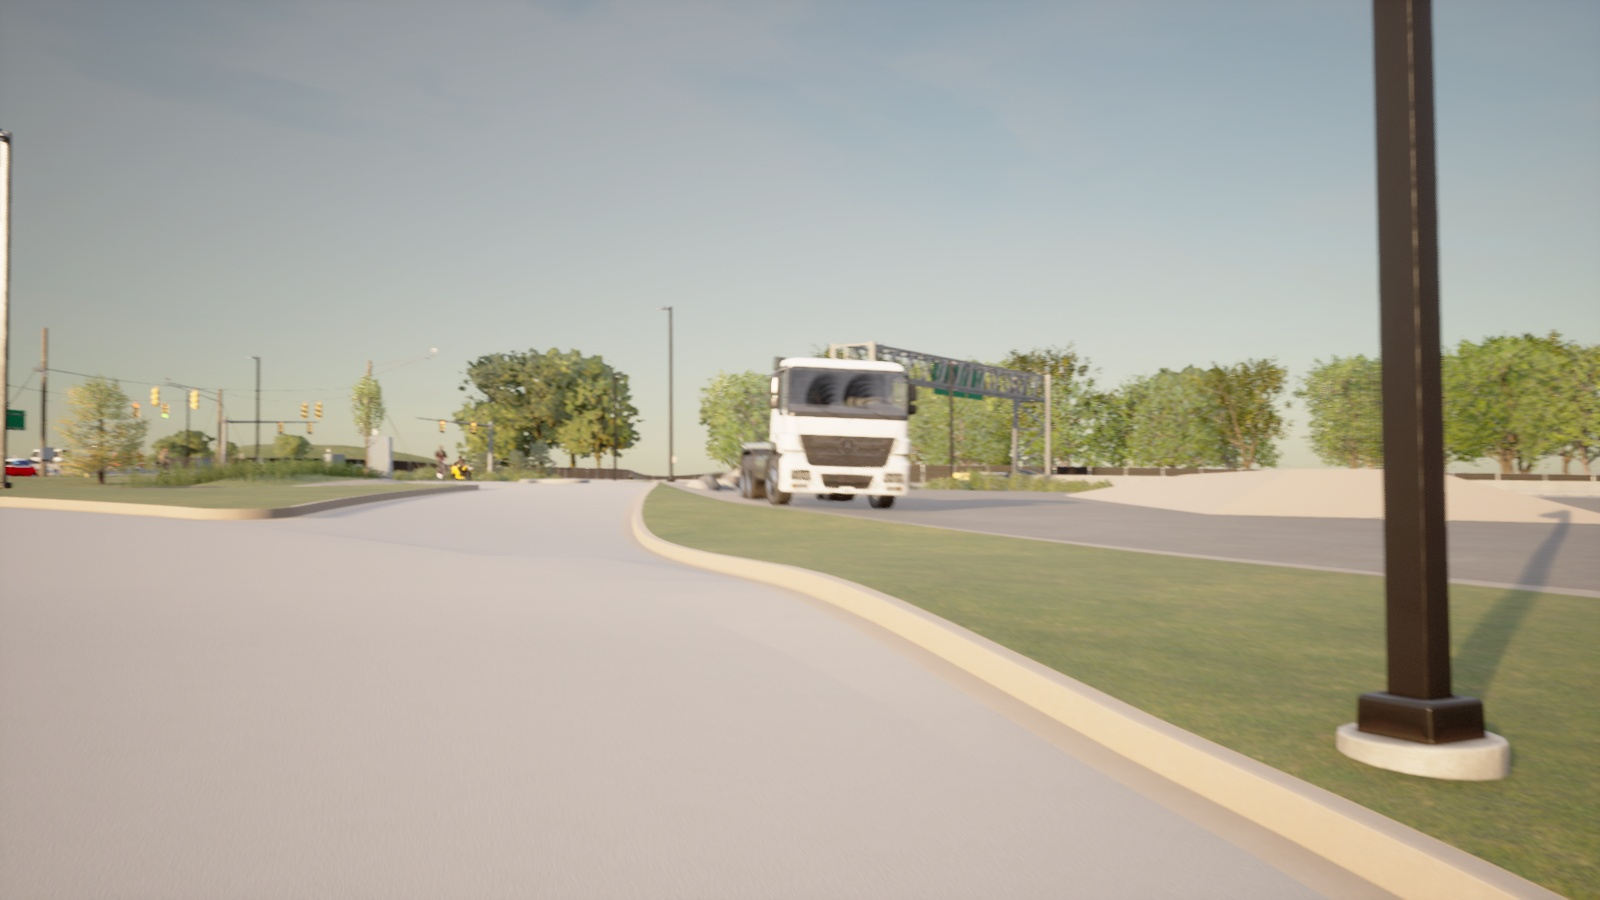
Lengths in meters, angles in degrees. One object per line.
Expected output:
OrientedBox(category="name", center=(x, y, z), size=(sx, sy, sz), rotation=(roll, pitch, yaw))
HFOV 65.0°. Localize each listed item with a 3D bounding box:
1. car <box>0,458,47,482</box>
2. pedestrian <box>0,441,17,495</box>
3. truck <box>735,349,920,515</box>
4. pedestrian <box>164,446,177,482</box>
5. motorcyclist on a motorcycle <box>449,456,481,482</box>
OrientedBox(category="car", center=(-47.534, 1.219, 76.759), size=(1.481, 1.376, 2.207), rotation=(-1, -1, 17))
OrientedBox(category="pedestrian", center=(-28.508, 0.654, 44.966), size=(0.396, 1.930, 0.692), rotation=(-1, -2, 25))
OrientedBox(category="truck", center=(0.421, -0.375, 30.952), size=(2.891, 3.462, 7.936), rotation=(2, 0, -10))
OrientedBox(category="pedestrian", center=(-32.298, 0.723, 64.415), size=(0.594, 1.836, 0.345), rotation=(-2, -3, 34))
OrientedBox(category="motorcyclist on a motorcycle", center=(-19.693, 1.131, 73.866), size=(2.044, 1.523, 0.797), rotation=(-1, -1, 41))
